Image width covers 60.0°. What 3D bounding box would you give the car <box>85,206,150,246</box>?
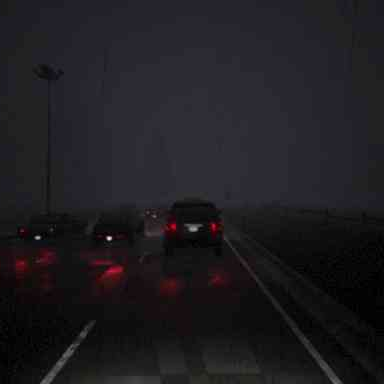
[{"bbox_3d":[-3.439,1.672,16.259,1.837,1.490,4.892,0,0,0],"label":"car"}]

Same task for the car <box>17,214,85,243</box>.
[{"bbox_3d":[-6.936,1.775,17.197,1.895,1.301,4.718,0,-1,0],"label":"car"}]

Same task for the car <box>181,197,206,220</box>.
[{"bbox_3d":[0.242,1.552,32.805,2.150,2.045,5.566,0,-1,3],"label":"car"}]

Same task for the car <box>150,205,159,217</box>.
[{"bbox_3d":[-3.279,1.927,32.349,1.895,1.301,4.718,0,-1,3],"label":"car"}]

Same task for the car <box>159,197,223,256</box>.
[{"bbox_3d":[0.060,1.366,13.960,2.150,2.045,5.566,0,0,0],"label":"car"}]

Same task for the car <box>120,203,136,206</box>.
[{"bbox_3d":[-6.646,1.876,34.772,1.812,1.442,4.674,0,0,3],"label":"car"}]
